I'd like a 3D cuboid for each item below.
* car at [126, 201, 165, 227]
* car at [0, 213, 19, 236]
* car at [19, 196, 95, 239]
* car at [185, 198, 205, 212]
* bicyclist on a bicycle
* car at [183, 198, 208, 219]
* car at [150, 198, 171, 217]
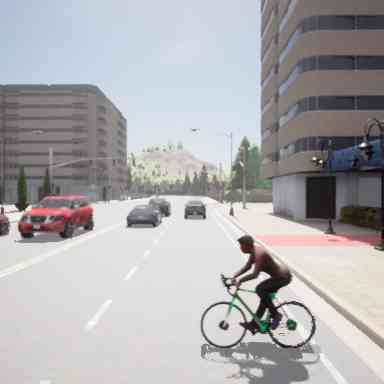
[{"bbox_3d":[-3.209,1.560,22.956,1.994,1.385,4.181,0,0,1],"label":"car"},{"bbox_3d":[-10.439,1.523,15.684,1.812,1.442,4.674,0,0,1],"label":"car"},{"bbox_3d":[-6.907,1.221,17.662,2.150,2.045,5.566,0,0,1],"label":"car"},{"bbox_3d":[0.332,1.485,38.943,2.128,1.511,4.902,0,0,1],"label":"car"},{"bbox_3d":[0.934,1.434,4.736,1.656,1.620,0.582,0,0,1],"label":"bicyclist on a bicycle"},{"bbox_3d":[0.302,1.500,29.584,1.837,1.490,4.892,0,0,1],"label":"car"},{"bbox_3d":[-3.133,1.346,31.596,2.097,1.767,4.553,0,0,0],"label":"car"}]
